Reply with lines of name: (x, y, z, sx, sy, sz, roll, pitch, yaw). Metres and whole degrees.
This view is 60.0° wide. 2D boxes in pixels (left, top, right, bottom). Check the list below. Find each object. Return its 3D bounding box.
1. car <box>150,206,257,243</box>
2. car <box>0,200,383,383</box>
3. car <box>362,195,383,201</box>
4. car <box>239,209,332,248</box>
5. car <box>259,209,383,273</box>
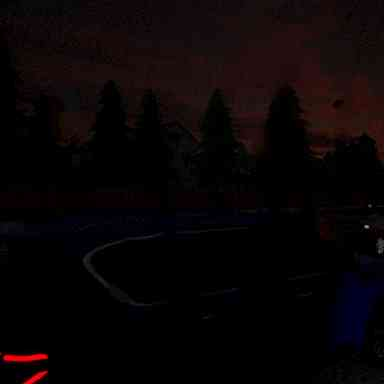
car: (0.704, 1.551, 17.169, 5.357, 1.411, 2.033, 0, 0, -36)
car: (0.435, 1.225, 4.083, 5.566, 2.045, 2.150, 0, 0, -35)
car: (16.623, 1.234, 28.567, 5.566, 2.045, 2.150, 0, 0, -36)
car: (4.422, 1.569, 15.529, 4.181, 1.385, 1.994, 0, 0, -36)
car: (4.743, 1.482, 11.456, 5.008, 1.535, 1.882, 0, 0, -36)
